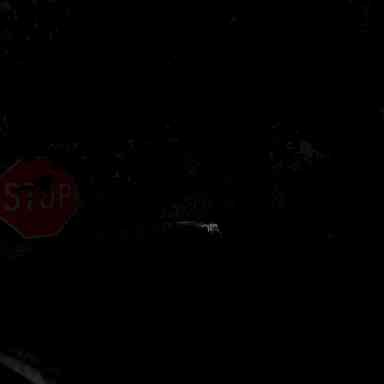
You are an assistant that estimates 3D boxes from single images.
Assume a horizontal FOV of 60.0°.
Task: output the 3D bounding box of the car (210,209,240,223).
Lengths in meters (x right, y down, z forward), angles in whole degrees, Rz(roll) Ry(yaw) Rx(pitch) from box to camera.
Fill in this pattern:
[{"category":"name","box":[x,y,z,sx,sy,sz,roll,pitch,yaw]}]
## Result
[{"category":"car","box":[3.756,2.554,35.845,1.882,1.535,5.008,-1,-3,35]}]
